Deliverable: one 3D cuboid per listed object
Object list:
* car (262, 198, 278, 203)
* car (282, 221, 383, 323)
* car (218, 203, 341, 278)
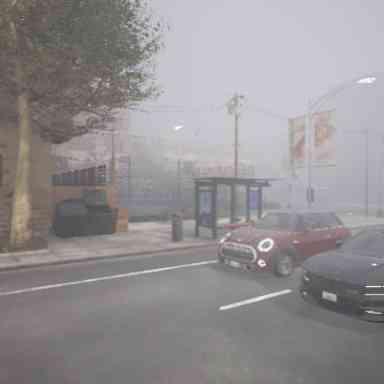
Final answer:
[{"bbox_3d":[9.357,1.537,43.657,2.097,1.535,5.008,0,0,-35],"label":"car"},{"bbox_3d":[4.348,1.490,7.002,5.008,1.535,1.882,0,0,-35],"label":"car"},{"bbox_3d":[2.995,1.366,10.328,4.553,1.767,2.097,0,0,-35],"label":"car"}]
